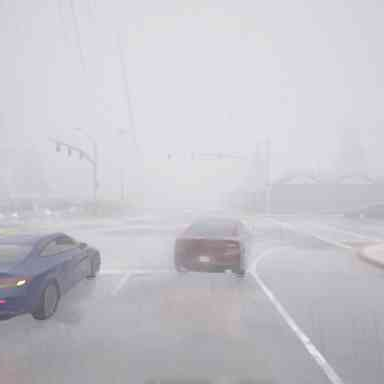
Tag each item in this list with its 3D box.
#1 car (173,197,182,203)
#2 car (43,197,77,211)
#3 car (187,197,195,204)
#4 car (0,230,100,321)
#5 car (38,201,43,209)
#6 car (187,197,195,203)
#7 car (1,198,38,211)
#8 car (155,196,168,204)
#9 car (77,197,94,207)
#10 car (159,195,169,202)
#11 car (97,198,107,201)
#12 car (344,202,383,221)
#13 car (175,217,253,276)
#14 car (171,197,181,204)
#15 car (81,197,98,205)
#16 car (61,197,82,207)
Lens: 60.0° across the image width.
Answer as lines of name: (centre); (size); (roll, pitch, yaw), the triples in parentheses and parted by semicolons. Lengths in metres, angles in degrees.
car: (-3.716, 1.897, 83.450); (2.033, 1.411, 5.357); (0, 0, 0)
car: (-17.731, 1.685, 44.881); (2.128, 1.511, 4.902); (0, 0, -2)
car: (-0.187, 1.816, 73.457); (1.837, 1.490, 4.892); (0, 0, 0)
car: (-3.428, 1.564, 7.240); (1.812, 1.442, 4.674); (0, 0, 0)
car: (-21.211, 1.737, 49.456); (1.812, 1.442, 4.674); (0, 0, 0)
car: (-0.217, 1.955, 83.906); (1.895, 1.301, 4.718); (0, 0, 0)
car: (-21.201, 1.527, 40.647); (2.097, 1.767, 4.553); (0, 0, 0)
car: (-7.192, 1.859, 74.514); (2.033, 1.411, 5.357); (0, 0, 0)
car: (-17.700, 1.757, 53.900); (1.812, 1.442, 4.674); (0, 0, 0)
car: (-7.220, 1.718, 85.030); (2.097, 1.767, 4.553); (0, 0, 0)
car: (-17.664, 1.836, 63.687); (1.994, 1.385, 4.181); (0, 0, 0)
car: (15.436, 1.634, 28.133); (4.892, 1.490, 1.837); (0, 0, 2)
car: (0.872, 1.531, 10.710); (1.882, 1.535, 5.008); (0, 0, 13)
car: (-3.689, 1.869, 73.662); (1.994, 1.385, 4.181); (0, 0, 0)
car: (-21.178, 1.771, 69.013); (1.882, 1.535, 5.008); (0, 0, 0)
car: (-21.186, 1.753, 58.736); (1.837, 1.490, 4.892); (0, 0, 1)
